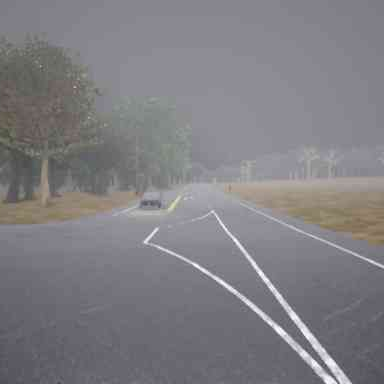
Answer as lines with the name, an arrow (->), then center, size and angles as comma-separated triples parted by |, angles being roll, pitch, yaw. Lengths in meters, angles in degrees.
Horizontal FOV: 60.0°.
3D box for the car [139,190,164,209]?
car -> -3.587, 0.631, 30.274 | 1.882, 1.535, 5.008 | 0, 2, 0
